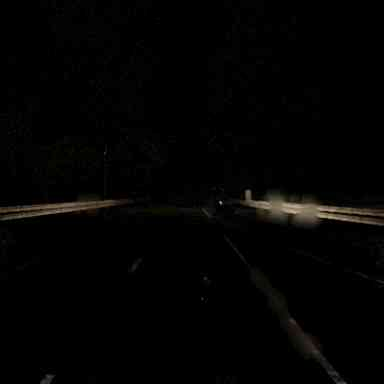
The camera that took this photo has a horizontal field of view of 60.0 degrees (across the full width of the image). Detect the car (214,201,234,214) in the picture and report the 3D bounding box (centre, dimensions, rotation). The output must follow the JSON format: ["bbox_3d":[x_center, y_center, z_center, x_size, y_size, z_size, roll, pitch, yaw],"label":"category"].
[{"bbox_3d":[3.724,1.773,38.713,2.128,1.511,4.902,0,-1,-2],"label":"car"}]
